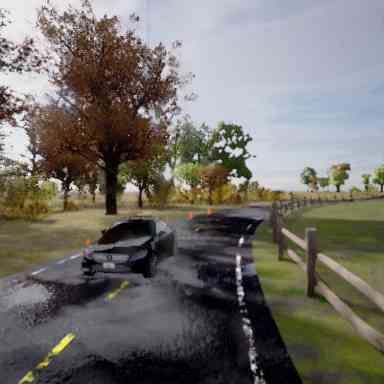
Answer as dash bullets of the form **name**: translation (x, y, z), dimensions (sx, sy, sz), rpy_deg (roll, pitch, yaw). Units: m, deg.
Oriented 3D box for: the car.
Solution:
- **car**: translation (-1.655, 1.489, 10.226), dimensions (1.812, 1.442, 4.674), rpy_deg (0, 0, 8)
